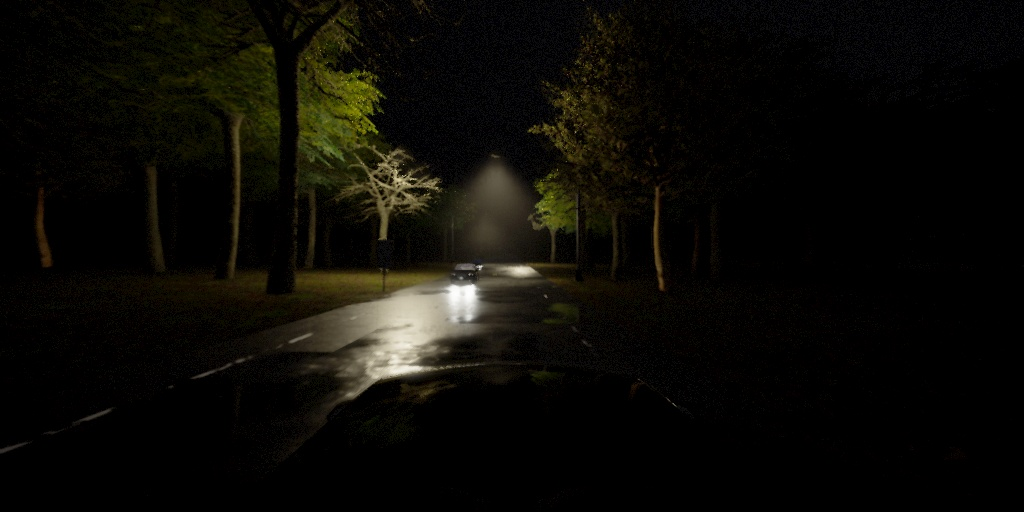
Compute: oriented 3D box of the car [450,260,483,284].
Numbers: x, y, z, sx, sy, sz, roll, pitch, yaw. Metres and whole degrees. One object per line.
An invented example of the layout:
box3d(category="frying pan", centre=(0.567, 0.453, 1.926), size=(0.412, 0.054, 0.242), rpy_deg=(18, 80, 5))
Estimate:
box3d(category="car", centre=(-3.636, 1.345, 28.182), size=(2.128, 1.511, 4.902), rpy_deg=(0, 0, 0))
